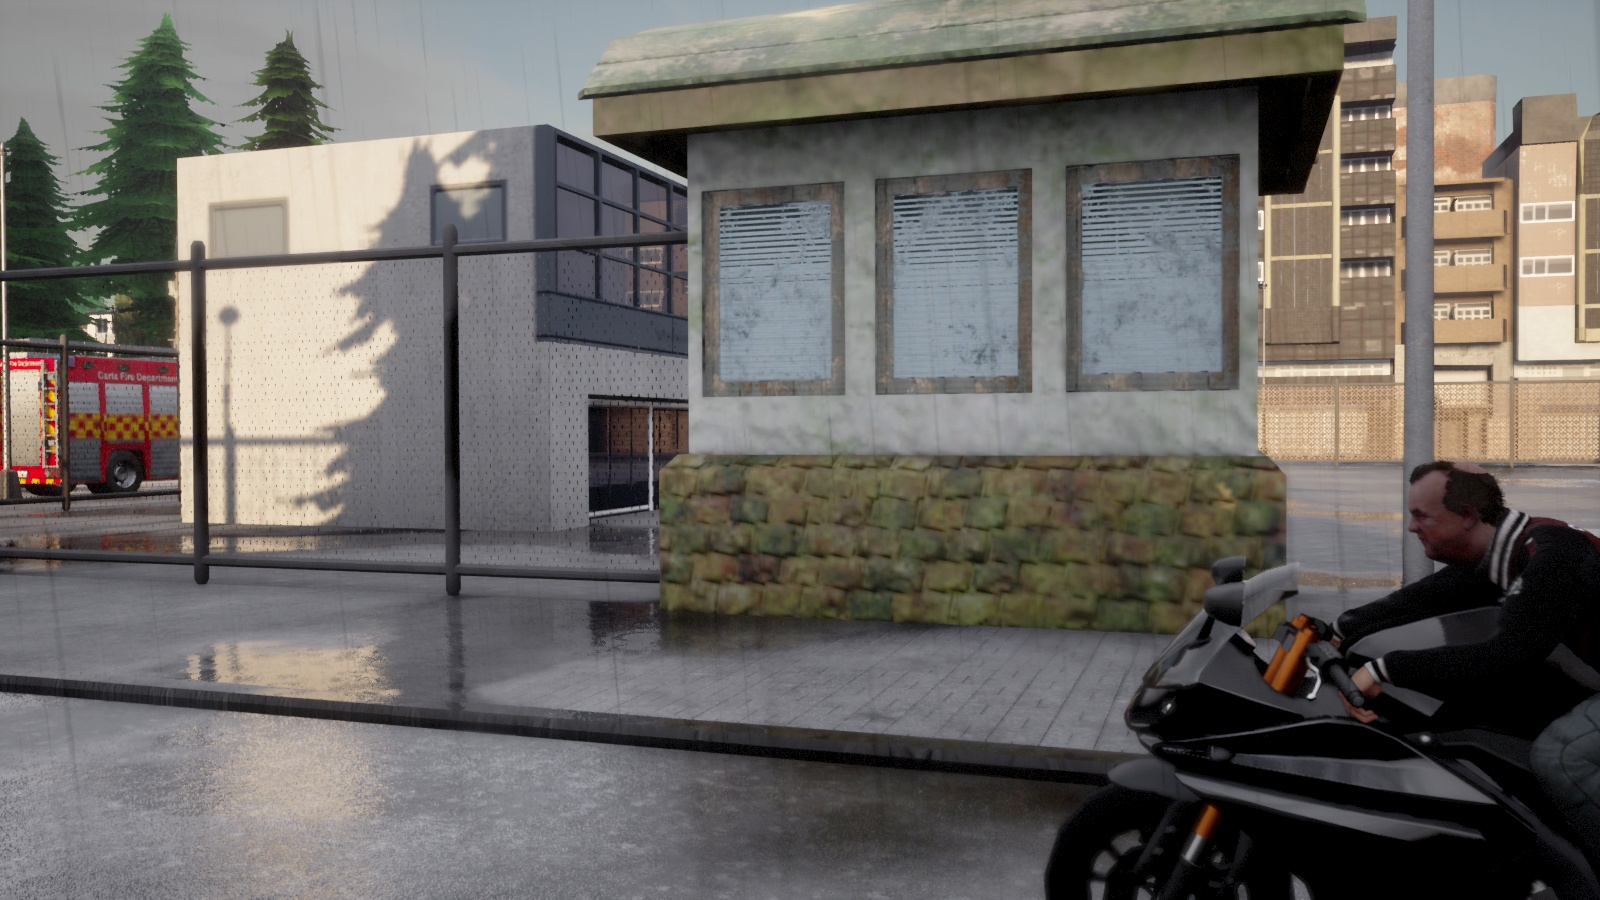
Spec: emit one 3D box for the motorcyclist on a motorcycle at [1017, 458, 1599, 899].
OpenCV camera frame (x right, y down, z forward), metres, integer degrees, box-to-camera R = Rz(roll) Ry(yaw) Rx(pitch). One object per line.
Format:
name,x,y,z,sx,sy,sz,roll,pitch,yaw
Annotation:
motorcyclist on a motorcycle,1.717,0.818,3.139,2.191,1.530,0.866,1,1,20

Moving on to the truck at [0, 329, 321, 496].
truck,-16.815,-0.935,33.397,2.891,3.827,8.468,1,1,18
